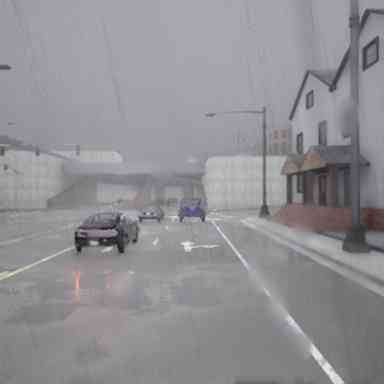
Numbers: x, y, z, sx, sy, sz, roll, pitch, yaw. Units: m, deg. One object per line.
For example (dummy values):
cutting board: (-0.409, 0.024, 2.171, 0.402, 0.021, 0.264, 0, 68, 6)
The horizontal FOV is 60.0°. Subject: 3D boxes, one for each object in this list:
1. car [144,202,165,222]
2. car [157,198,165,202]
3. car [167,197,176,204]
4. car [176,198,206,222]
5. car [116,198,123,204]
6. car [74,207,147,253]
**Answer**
car: (-3.489, 1.836, 28.990, 2.033, 1.411, 5.357, 0, -1, 0)
car: (-8.346, 2.334, 89.092, 1.837, 1.490, 4.892, 0, -1, 2)
car: (-4.850, 2.369, 89.178, 2.128, 1.511, 4.902, 0, -1, 2)
car: (0.009, 1.505, 29.031, 2.150, 2.045, 5.566, 0, -1, 0)
car: (-18.823, 2.316, 87.972, 1.882, 1.535, 5.008, 0, -1, -1)
car: (-3.489, 1.630, 14.289, 2.128, 1.511, 4.902, 0, 0, 0)
